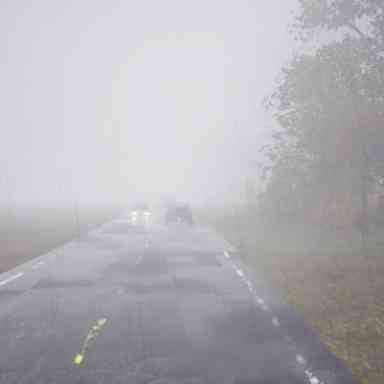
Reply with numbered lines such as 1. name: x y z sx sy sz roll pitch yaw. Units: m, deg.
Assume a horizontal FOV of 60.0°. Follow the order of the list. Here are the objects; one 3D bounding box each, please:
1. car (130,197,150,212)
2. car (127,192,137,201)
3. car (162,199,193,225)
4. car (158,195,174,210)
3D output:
1. car: -5.872 1.531 38.531 1.895 1.301 4.718 0 0 -8
2. car: -14.077 1.071 77.795 2.150 2.045 5.566 0 0 -16
3. car: -1.001 1.466 23.593 1.837 1.490 4.892 0 0 -5
4. car: -3.208 1.276 42.201 2.097 1.767 4.553 0 0 -8
